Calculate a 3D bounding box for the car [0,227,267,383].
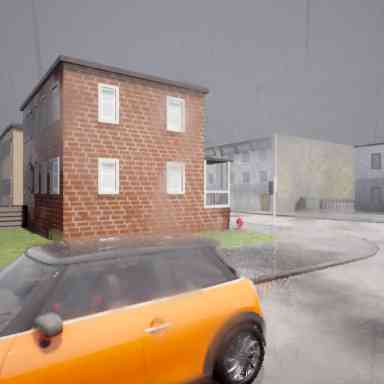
[{"bbox_3d":[-1.333,1.351,3.656,4.553,1.767,2.097,0,0,-35],"label":"car"}]
